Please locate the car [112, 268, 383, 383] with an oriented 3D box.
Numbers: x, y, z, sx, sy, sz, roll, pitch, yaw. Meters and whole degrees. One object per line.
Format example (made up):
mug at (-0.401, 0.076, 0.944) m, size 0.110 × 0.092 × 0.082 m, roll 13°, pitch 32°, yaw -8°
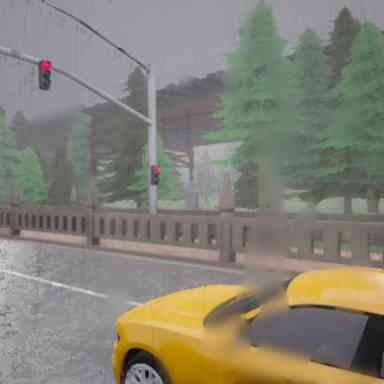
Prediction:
car at (1.404, 1.484, 2.991) m, size 5.008 × 1.535 × 1.882 m, roll -1°, pitch 0°, yaw 36°
